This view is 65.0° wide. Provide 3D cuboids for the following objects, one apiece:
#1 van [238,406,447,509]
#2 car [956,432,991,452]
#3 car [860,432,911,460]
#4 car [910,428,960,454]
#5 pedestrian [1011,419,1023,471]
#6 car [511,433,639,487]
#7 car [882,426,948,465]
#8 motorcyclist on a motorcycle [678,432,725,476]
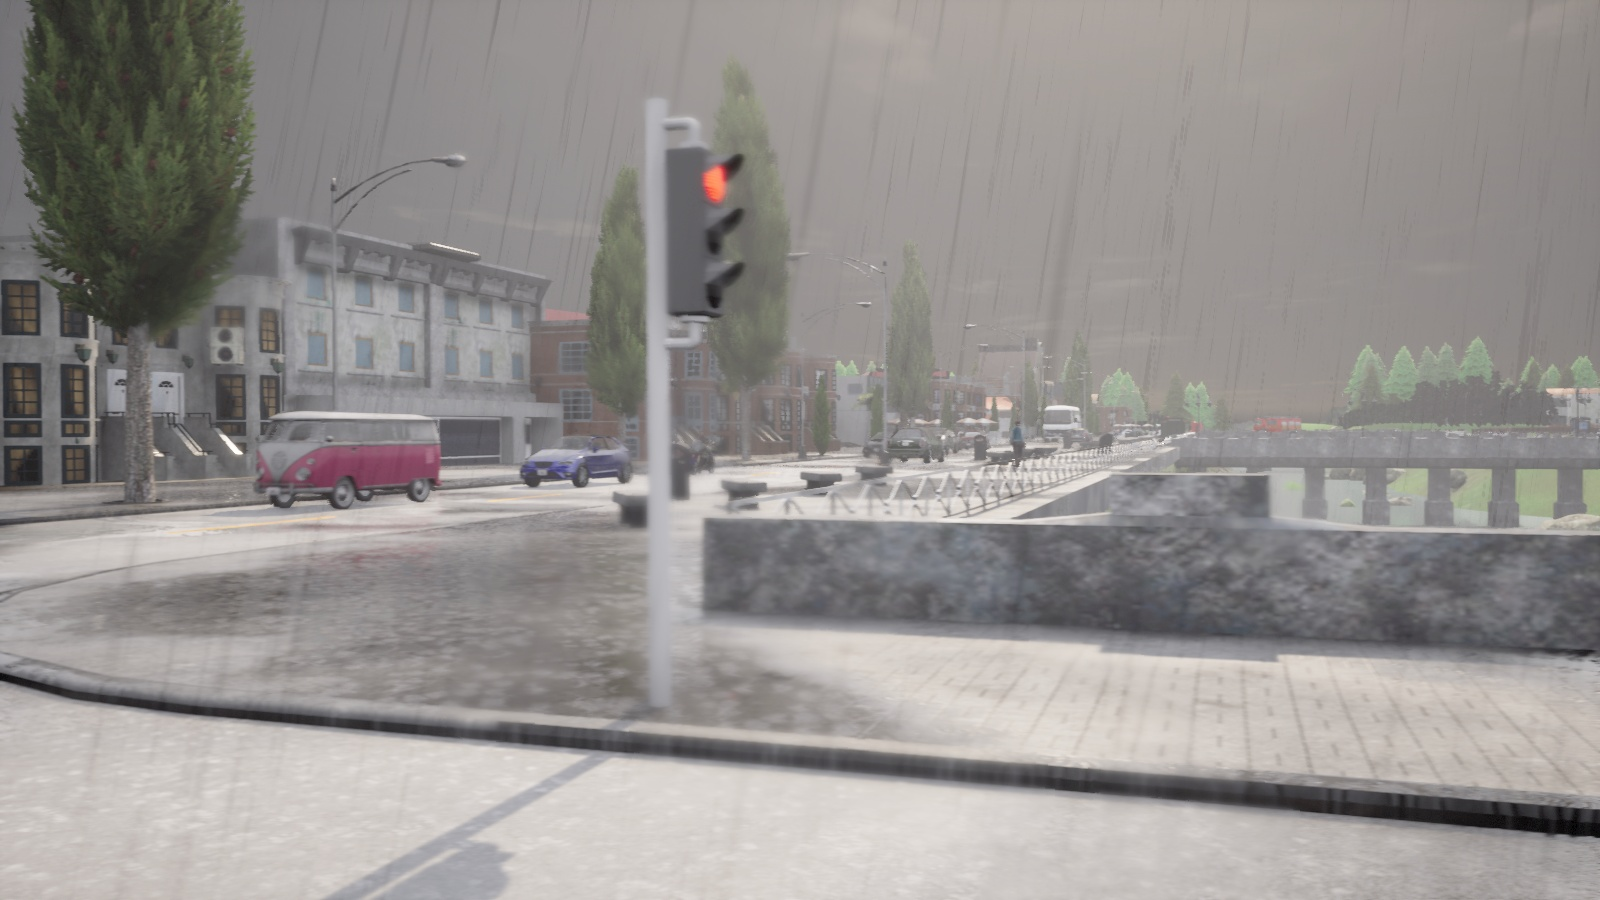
[{"bbox_3d":[-9.575,0.117,26.682,1.775,1.987,4.442,1,1,19],"label":"van"},{"bbox_3d":[12.988,-0.602,93.836,1.812,1.442,4.674,1,1,19],"label":"car"},{"bbox_3d":[4.756,-0.252,69.341,1.816,1.474,4.193,1,1,19],"label":"car"},{"bbox_3d":[8.760,-0.597,81.250,2.242,1.667,4.611,1,1,19],"label":"car"},{"bbox_3d":[8.181,-0.191,47.335,0.396,1.930,0.692,0,1,16],"label":"pedestrian"},{"bbox_3d":[-6.398,0.237,36.152,1.816,1.474,4.193,1,1,19],"label":"car"},{"bbox_3d":[5.431,-0.236,58.792,2.097,1.767,4.553,1,1,19],"label":"car"},{"bbox_3d":[-3.504,0.131,44.770,0.866,1.530,2.191,1,1,19],"label":"motorcyclist on a motorcycle"}]
